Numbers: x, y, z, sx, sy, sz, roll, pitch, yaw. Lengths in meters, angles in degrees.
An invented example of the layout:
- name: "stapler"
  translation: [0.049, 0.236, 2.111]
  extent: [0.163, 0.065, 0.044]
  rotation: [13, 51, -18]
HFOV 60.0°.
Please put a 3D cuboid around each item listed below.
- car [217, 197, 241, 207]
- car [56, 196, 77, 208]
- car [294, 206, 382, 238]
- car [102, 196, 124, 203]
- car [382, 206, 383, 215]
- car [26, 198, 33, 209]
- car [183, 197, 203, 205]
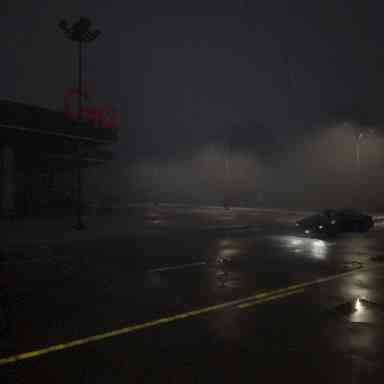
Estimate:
- name: "car"
  translation: [6.244, 1.669, 56.483]
  extent: [1.837, 1.490, 4.892]
  rotation: [0, 0, -36]
- name: "car"
  translation: [-17.875, 1.352, 47.517]
  extent: [2.242, 1.667, 4.611]
  rotation: [0, 0, -35]
- name: "car"
  translation: [7.957, 1.621, 18.290]
  extent: [5.357, 1.411, 2.033]
  rotation: [0, 0, -36]
- name: "car"
  translation: [-17.272, 1.647, 72.994]
  extent: [4.674, 1.442, 1.812]
  rotation: [0, 0, -34]
- name: "car"
  translation: [21.659, 1.763, 34.086]
  extent: [1.895, 1.301, 4.718]
  rotation: [0, 0, -44]
- name: "car"
  translation: [-22.089, 1.487, 43.538]
  extent: [1.970, 1.475, 3.806]
  rotation: [0, 0, -35]
- name: "car"
  translation: [0.171, 1.642, 64.905]
  extent: [1.882, 1.535, 5.008]
  rotation: [0, 0, -36]
